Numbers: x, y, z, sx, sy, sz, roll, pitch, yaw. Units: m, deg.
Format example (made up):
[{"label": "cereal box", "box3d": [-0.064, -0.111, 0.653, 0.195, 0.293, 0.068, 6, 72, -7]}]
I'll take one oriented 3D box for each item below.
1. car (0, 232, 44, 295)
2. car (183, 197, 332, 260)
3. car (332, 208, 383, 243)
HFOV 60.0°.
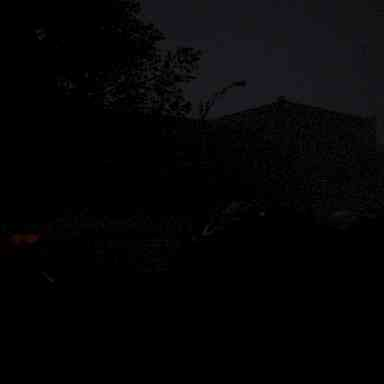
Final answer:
[{"label": "car", "box3d": [-5.686, 1.358, 6.611, 5.008, 1.535, 2.097, 1, 0, -33]}, {"label": "car", "box3d": [2.354, 1.214, 12.364, 5.566, 2.045, 2.435, 1, 0, -35]}, {"label": "car", "box3d": [7.836, 1.547, 16.289, 4.674, 1.452, 2.002, 0, 0, -35]}]
